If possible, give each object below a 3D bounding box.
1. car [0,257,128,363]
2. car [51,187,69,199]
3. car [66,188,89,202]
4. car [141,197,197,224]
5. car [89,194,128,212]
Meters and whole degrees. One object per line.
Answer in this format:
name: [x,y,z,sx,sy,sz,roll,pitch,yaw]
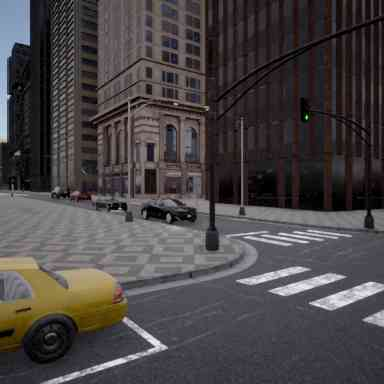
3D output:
car: [-3.283,1.525,4.308,4.829,1.417,1.752,0,0,-35]
car: [-21.926,0.133,55.751,2.150,2.045,5.566,0,1,-36]
car: [-15.965,0.575,47.490,1.882,1.535,5.008,0,1,-35]
car: [-1.618,1.129,22.020,1.882,1.535,5.008,0,1,-36]
car: [-7.405,1.059,30.111,1.895,1.301,4.718,0,1,-36]
